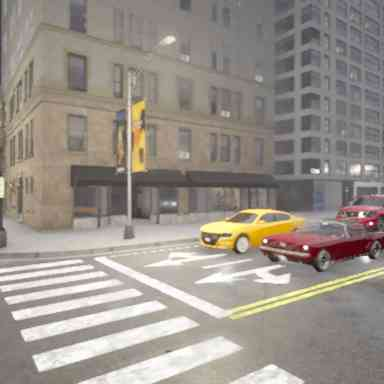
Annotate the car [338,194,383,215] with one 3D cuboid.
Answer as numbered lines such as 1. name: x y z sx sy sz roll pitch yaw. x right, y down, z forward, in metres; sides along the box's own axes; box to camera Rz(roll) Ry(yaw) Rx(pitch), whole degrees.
1. car: 10.713 1.163 19.254 5.566 2.045 2.150 0 0 -35

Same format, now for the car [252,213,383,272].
1. car: 4.405 1.573 10.805 4.718 1.301 1.895 0 0 -35

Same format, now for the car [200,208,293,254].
1. car: 2.604 1.450 13.515 5.008 1.535 1.882 0 0 -35
